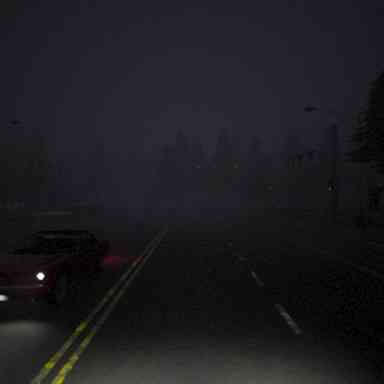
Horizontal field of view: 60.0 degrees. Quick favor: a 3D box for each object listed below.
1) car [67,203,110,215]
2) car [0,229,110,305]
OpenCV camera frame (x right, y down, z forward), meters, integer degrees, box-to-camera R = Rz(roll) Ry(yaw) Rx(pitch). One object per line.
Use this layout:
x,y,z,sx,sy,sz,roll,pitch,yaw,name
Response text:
-12.162,1.934,38.968,4.718,1.301,1.895,0,-1,18,car
-3.556,1.686,8.415,1.895,1.301,4.718,0,-1,1,car
